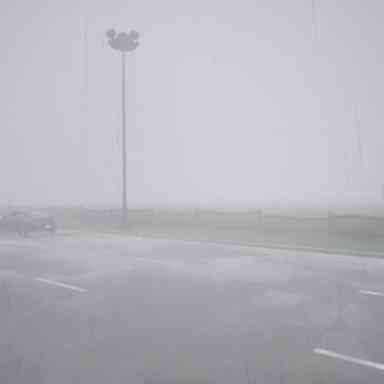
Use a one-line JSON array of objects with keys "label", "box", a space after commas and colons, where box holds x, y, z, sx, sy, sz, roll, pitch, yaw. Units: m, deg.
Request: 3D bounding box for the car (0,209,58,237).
[{"label": "car", "box": [-9.778, 1.743, 19.548, 4.674, 1.442, 1.812, -1, 0, 35]}]
